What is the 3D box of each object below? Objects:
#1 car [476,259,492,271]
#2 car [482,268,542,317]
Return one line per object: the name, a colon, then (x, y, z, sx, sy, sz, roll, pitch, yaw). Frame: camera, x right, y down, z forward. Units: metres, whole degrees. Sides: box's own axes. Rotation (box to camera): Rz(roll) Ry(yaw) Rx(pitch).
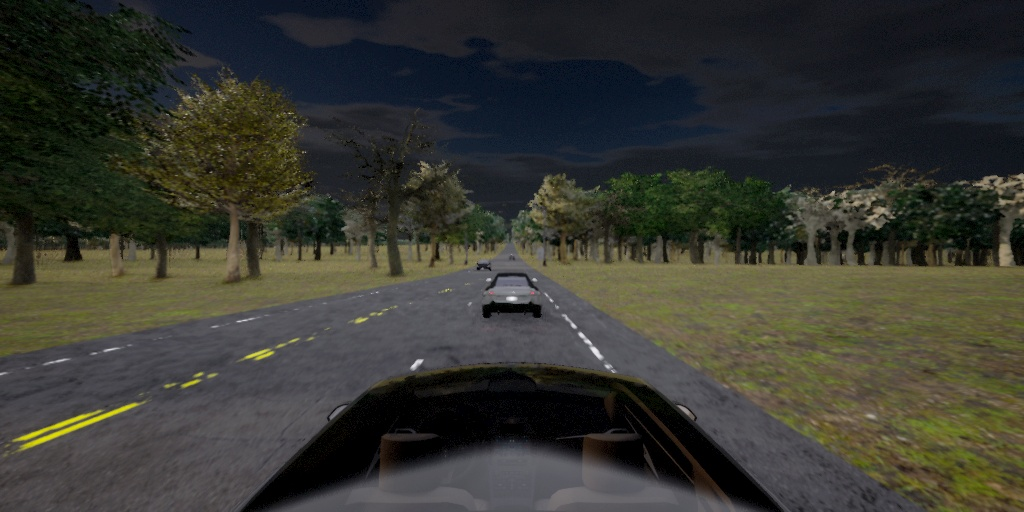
car: (-3.514, 1.115, 45.766, 2.033, 1.411, 5.357, 0, 0, 0)
car: (-0.004, 1.306, 13.241, 1.994, 1.385, 4.181, 0, 0, 0)
